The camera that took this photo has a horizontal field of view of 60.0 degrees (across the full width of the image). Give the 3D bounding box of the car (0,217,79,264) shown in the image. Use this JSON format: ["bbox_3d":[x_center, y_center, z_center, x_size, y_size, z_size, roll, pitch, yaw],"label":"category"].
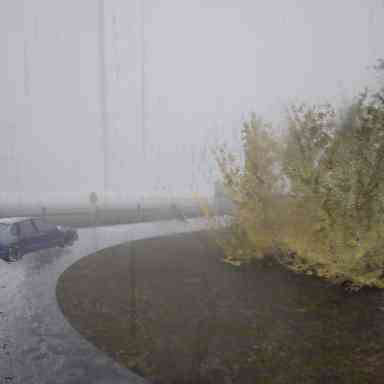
[{"bbox_3d":[-6.391,1.648,12.422,2.033,1.411,5.357,0,0,12],"label":"car"}]
